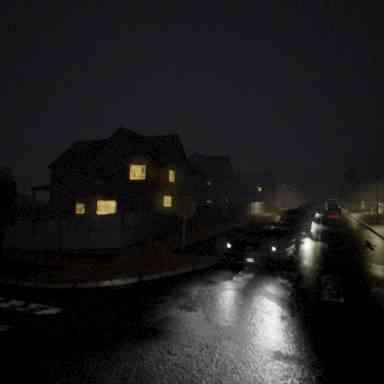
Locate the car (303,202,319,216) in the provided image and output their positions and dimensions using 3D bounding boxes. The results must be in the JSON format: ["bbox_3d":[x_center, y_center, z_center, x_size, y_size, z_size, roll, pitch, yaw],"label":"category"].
[{"bbox_3d":[11.384,2.037,33.394,2.128,1.511,4.902,0,-1,22],"label":"car"}]

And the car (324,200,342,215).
[{"bbox_3d":[19.242,2.270,45.314,1.837,1.490,4.892,0,-1,21],"label":"car"}]

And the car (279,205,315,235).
[{"bbox_3d":[6.879,1.852,21.970,1.882,1.535,5.008,0,-1,22],"label":"car"}]

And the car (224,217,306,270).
[{"bbox_3d":[2.800,1.841,12.345,1.895,1.301,4.718,0,-1,27],"label":"car"}]
